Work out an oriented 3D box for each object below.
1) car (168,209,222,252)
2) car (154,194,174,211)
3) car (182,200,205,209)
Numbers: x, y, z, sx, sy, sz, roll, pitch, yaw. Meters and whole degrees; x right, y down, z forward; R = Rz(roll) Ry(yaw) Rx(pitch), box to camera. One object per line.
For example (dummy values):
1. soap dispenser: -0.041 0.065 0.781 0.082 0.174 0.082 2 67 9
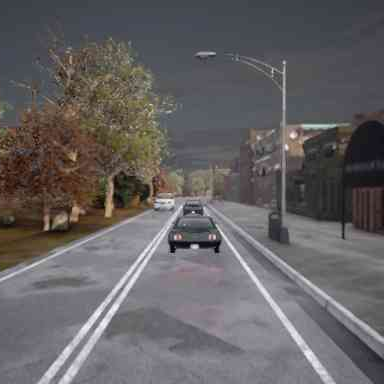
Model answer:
1. car: 0.101 1.605 13.760 1.895 1.301 4.718 0 0 0
2. car: -3.342 1.219 40.796 2.150 2.045 5.566 0 0 0
3. car: 0.101 1.509 31.402 1.837 1.490 4.892 0 0 0
